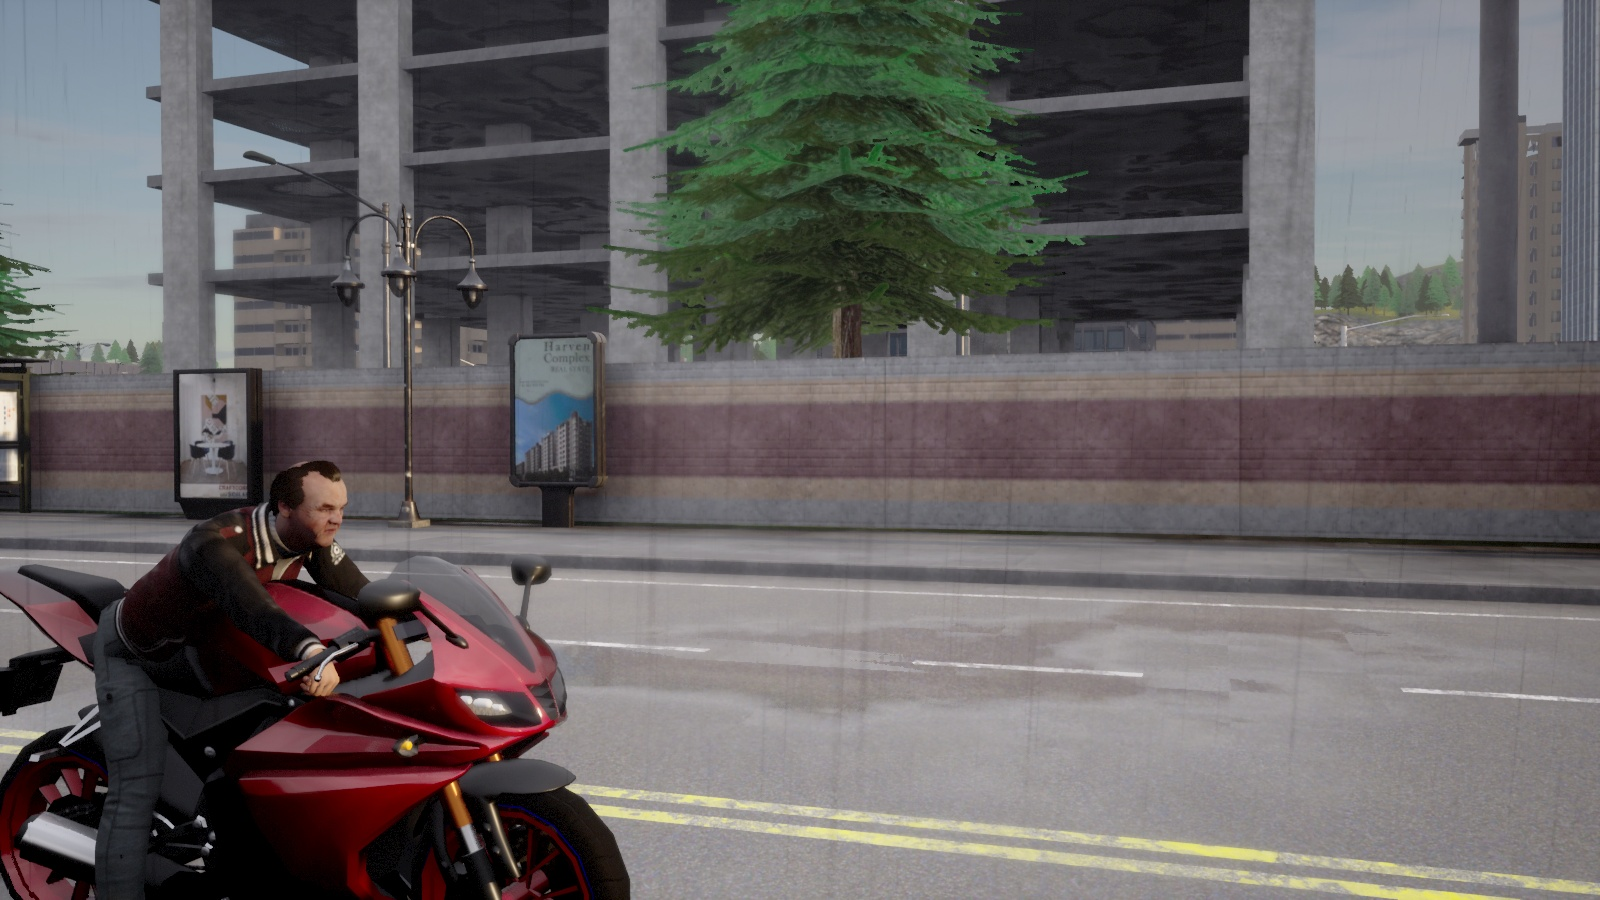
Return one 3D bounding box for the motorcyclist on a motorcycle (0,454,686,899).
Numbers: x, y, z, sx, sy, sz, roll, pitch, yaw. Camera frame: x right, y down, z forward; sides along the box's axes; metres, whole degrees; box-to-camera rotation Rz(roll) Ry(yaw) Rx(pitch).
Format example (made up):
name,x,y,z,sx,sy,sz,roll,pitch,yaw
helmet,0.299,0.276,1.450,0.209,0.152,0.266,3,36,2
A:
name,x,y,z,sx,sy,sz,roll,pitch,yaw
motorcyclist on a motorcycle,-1.520,0.797,3.704,2.191,1.530,0.866,1,1,19
